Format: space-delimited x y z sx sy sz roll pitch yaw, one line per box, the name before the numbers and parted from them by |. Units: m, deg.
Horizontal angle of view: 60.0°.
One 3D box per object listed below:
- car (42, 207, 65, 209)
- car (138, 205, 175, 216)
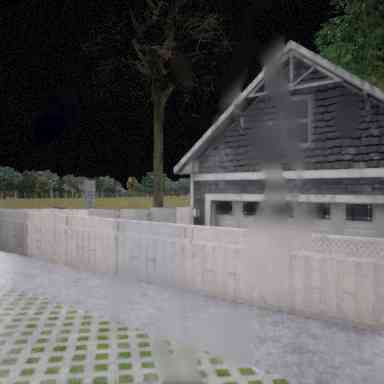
car | -10.095 1.766 23.659 1.994 1.385 4.181 0 -1 35
car | -3.232 1.971 33.443 1.895 1.301 4.718 0 -1 35
